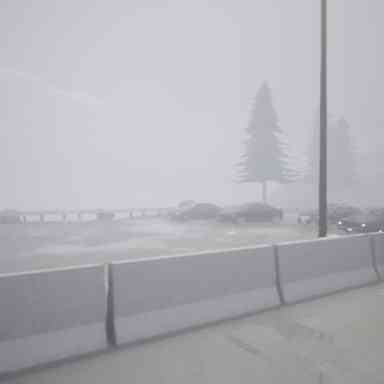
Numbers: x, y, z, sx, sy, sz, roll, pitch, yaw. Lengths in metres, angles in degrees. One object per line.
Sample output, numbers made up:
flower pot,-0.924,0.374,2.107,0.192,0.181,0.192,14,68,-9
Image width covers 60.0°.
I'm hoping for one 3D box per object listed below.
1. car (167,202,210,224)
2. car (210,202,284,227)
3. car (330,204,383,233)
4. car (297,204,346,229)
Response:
car,0.403,1.509,24.818,4.674,1.442,1.812,0,0,-30
car,4.055,1.476,22.889,5.008,1.535,1.882,0,0,-30
car,10.530,1.572,18.540,5.357,1.411,2.033,0,0,-29
car,9.058,1.509,21.670,4.902,1.511,2.128,0,0,-28
